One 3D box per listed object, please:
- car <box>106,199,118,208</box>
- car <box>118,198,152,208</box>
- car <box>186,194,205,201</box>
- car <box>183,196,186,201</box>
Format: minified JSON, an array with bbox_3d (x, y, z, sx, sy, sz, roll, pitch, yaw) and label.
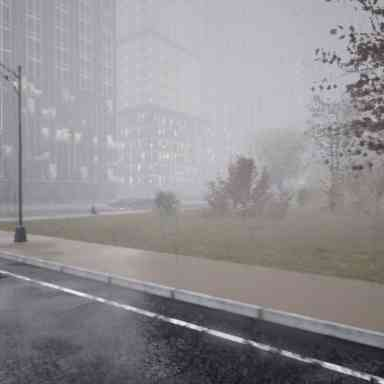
[{"bbox_3d":[-10.345,1.623,50.416,2.033,1.411,5.357,-1,-1,37],"label":"car"},{"bbox_3d":[-7.718,1.580,48.516,2.033,1.411,5.357,-1,-1,37],"label":"car"},{"bbox_3d":[1.721,1.141,60.891,1.882,1.535,5.008,-1,-1,37],"label":"car"},{"bbox_3d":[-0.857,1.061,62.872,2.097,1.767,4.553,-1,-1,37],"label":"car"}]
